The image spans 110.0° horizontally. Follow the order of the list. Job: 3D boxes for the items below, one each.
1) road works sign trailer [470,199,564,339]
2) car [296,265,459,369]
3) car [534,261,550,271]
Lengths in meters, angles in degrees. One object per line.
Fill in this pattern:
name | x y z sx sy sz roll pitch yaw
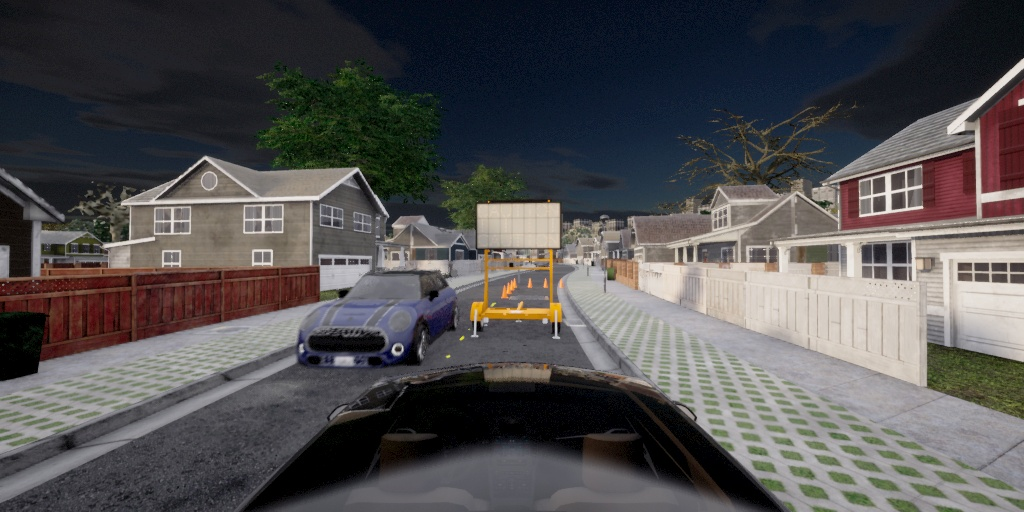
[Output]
road works sign trailer | 0.196 0.220 10.165 2.380 3.560 2.880 0 0 5
car | -2.590 1.107 8.029 2.097 1.767 4.553 0 0 3
car | 4.262 1.350 50.133 1.837 1.490 4.892 0 0 13
